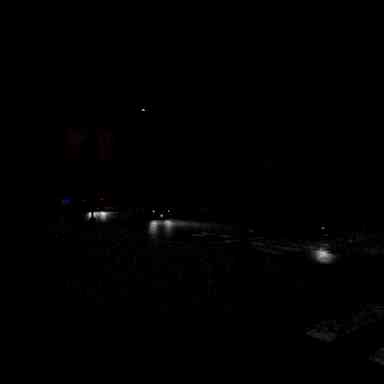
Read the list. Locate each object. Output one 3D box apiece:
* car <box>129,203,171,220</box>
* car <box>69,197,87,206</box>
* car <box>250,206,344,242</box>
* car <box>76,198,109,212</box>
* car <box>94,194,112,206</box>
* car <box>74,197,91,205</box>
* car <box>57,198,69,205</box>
[{"bbox_3d":[-3.819,1.696,29.551,1.895,1.301,4.718,0,0,-36],"label":"car"},{"bbox_3d":[-18.930,1.817,56.570,1.895,1.301,4.718,0,0,-36],"label":"car"},{"bbox_3d":[5.178,1.513,16.995,1.882,1.535,5.008,0,0,-36],"label":"car"},{"bbox_3d":[-12.599,1.754,41.844,1.895,1.301,4.718,0,0,-36],"label":"car"},{"bbox_3d":[-15.847,1.441,57.840,2.150,2.045,5.566,0,0,-35],"label":"car"},{"bbox_3d":[-21.798,1.758,66.151,1.837,1.490,4.892,0,0,-36],"label":"car"},{"bbox_3d":[-25.068,1.817,65.134,1.994,1.385,4.181,0,0,-36],"label":"car"}]
